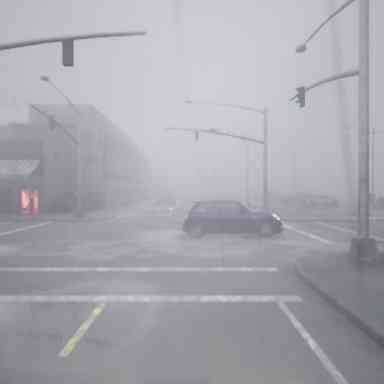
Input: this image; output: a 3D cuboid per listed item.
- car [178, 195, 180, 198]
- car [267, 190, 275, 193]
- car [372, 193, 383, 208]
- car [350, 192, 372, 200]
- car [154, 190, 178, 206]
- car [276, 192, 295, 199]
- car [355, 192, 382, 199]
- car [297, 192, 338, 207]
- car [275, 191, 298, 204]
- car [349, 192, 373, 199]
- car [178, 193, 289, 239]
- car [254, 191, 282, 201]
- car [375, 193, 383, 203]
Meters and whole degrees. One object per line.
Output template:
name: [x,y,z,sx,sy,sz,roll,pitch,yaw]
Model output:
car: [-3.497,0.989,66.725,1.882,1.535,5.008,0,0,0]
car: [14.167,0.664,57.114,3.866,1.878,1.905,0,0,0]
car: [21.540,1.056,34.242,4.514,1.523,2.007,0,0,0]
car: [32.304,0.858,63.633,3.633,1.501,1.845,0,0,0]
car: [-3.584,0.868,46.543,2.150,2.045,5.566,0,1,0]
car: [21.311,0.833,75.625,3.806,1.475,1.970,0,0,0]
car: [39.977,0.780,75.479,5.027,1.636,2.152,0,0,0]
car: [14.491,0.963,37.904,3.806,1.475,1.970,0,0,0]
car: [14.167,0.837,44.321,5.027,1.636,2.152,0,0,0]
car: [39.925,0.766,78.616,4.514,1.523,2.007,0,0,0]
car: [1.802,1.112,15.374,4.553,1.767,2.097,-1,0,0]
car: [13.754,0.663,60.020,4.605,1.855,1.932,0,0,0]
car: [32.262,0.911,53.640,4.514,1.523,2.007,0,0,0]
